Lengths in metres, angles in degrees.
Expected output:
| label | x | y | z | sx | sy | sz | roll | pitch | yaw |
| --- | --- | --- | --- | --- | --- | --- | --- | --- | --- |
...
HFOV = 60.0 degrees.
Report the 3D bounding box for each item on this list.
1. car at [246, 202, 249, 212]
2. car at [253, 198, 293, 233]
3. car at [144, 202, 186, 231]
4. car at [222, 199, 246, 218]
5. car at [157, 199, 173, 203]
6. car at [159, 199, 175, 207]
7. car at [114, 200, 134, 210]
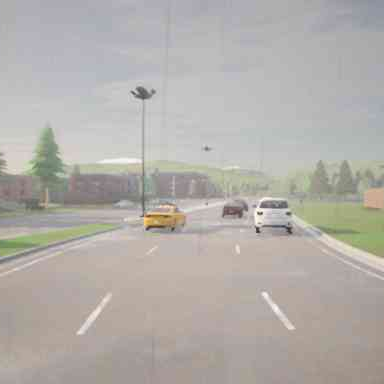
| label | x | y | z | sx | sy | sz | roll | pitch | yaw |
| --- | --- | --- | --- | --- | --- | --- | --- | --- | --- |
| car | 6.734 | 1.793 | 46.281 | 2.097 | 1.767 | 4.553 | 0 | -1 | 12 |
| car | 5.174 | 1.426 | 21.483 | 2.150 | 2.045 | 5.566 | 0 | -1 | 11 |
| car | -1.703 | 1.695 | 22.454 | 1.882 | 1.535 | 5.008 | 0 | -1 | 10 |
| car | 4.320 | 1.810 | 34.722 | 1.882 | 1.535 | 5.008 | 0 | -1 | 12 |
| car | -4.375 | 1.976 | 50.209 | 2.128 | 1.511 | 4.902 | 0 | -1 | 12 |
| car | -4.808 | 2.150 | 64.798 | 1.812 | 1.442 | 4.674 | 0 | -1 | 12 |
| car | -10.832 | 2.044 | 53.492 | 1.812 | 1.442 | 4.674 | 0 | -1 | 12 |
